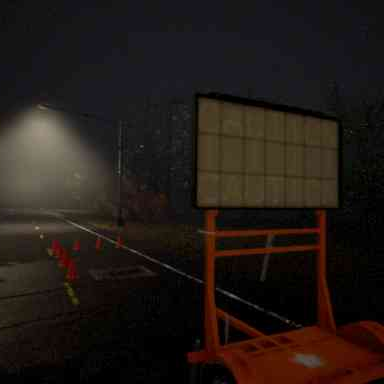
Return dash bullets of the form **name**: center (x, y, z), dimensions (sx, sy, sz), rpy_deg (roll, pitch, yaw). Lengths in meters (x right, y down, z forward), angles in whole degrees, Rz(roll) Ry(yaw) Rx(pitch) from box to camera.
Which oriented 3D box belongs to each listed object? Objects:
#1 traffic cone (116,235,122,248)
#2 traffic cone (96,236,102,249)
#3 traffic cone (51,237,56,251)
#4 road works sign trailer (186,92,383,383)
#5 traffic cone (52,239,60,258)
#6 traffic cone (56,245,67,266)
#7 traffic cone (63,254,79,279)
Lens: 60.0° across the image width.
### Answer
- **traffic cone**: center (-3.628, 2.469, 16.652), dimensions (0.340, 0.580, 0.340), rpy_deg (2, -2, -27)
- **traffic cone**: center (-4.519, 2.442, 16.199), dimensions (0.340, 0.580, 0.340), rpy_deg (2, -2, -27)
- **traffic cone**: center (-6.301, 2.387, 15.292), dimensions (0.340, 0.580, 0.340), rpy_deg (2, -2, -27)
- **road works sign trailer**: center (0.946, 0.634, 4.437), dimensions (2.380, 3.560, 2.880), rpy_deg (2, -2, -27)
- **traffic cone**: center (-5.393, 2.341, 13.511), dimensions (0.340, 0.580, 0.340), rpy_deg (2, -2, -27)
- **traffic cone**: center (-4.485, 2.294, 11.730), dimensions (0.340, 0.580, 0.340), rpy_deg (2, -2, -27)
- **traffic cone**: center (-3.577, 2.247, 9.948), dimensions (0.340, 0.580, 0.340), rpy_deg (2, -2, -27)
